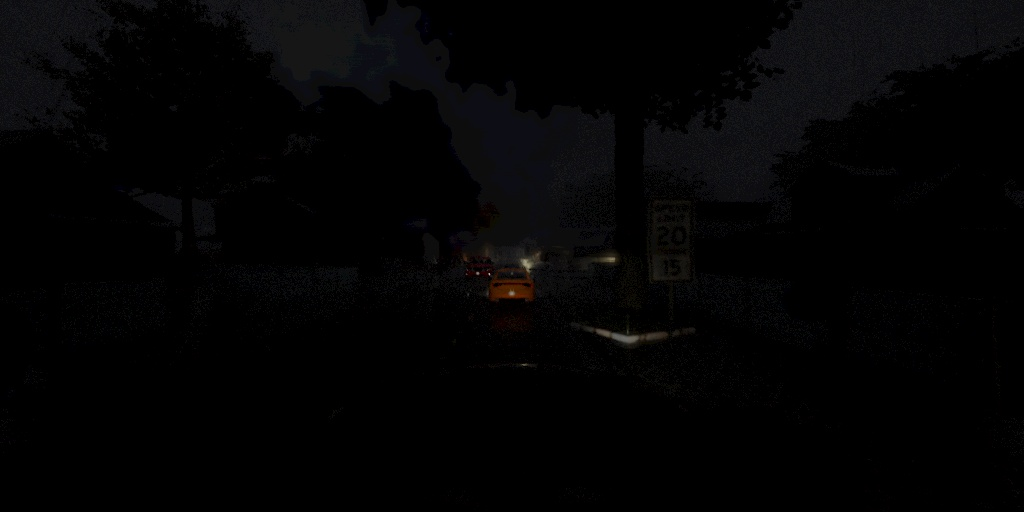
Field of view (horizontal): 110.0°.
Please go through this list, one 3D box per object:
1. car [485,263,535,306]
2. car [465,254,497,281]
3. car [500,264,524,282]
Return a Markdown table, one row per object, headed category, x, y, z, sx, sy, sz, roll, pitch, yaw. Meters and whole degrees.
| category | x | y | z | sx | sy | sz | roll | pitch | yaw |
| --- | --- | --- | --- | --- | --- | --- | --- | --- | --- |
| car | 0.006 | 1.295 | 16.324 | 1.882 | 1.535 | 5.008 | 0 | 0 | 0 |
| car | -2.752 | 1.051 | 31.541 | 2.150 | 2.045 | 5.566 | 0 | 0 | 0 |
| car | 0.005 | 1.410 | 31.165 | 1.994 | 1.385 | 4.181 | 0 | 0 | 0 |
